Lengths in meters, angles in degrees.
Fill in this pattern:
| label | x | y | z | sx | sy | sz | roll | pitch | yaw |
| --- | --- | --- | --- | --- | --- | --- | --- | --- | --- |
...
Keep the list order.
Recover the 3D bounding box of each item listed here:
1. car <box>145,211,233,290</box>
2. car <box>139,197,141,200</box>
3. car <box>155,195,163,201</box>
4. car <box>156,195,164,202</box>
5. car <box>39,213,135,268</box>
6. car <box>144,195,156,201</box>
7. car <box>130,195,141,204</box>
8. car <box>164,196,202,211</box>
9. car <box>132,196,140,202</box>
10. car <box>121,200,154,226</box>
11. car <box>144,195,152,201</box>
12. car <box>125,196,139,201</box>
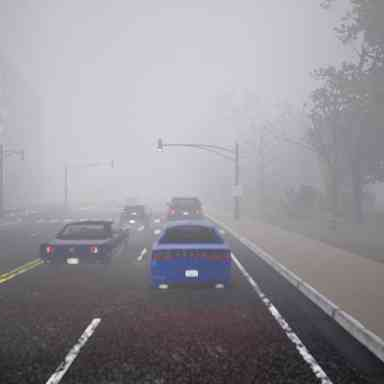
| label | x | y | z | sx | sy | sz | roll | pitch | yaw |
| --- | --- | --- | --- | --- | --- | --- | --- | --- | --- |
| car | -0.061 | 1.511 | 9.246 | 1.882 | 1.535 | 5.008 | 0 | 0 | -1 |
| car | -10.623 | 1.538 | 60.663 | 2.097 | 1.767 | 4.553 | 0 | 0 | -7 |
| car | -9.178 | 1.560 | 93.173 | 1.882 | 1.535 | 5.008 | 0 | 0 | -11 |
| car | -7.359 | 1.704 | 83.211 | 1.882 | 1.535 | 5.008 | 0 | 0 | -10 |
| car | -3.369 | 1.642 | 11.484 | 1.895 | 1.301 | 4.718 | 0 | 0 | -2 |
| car | -10.494 | 1.705 | 82.281 | 1.882 | 1.535 | 5.008 | 0 | 0 | -10 |
| car | -11.920 | 1.563 | 70.679 | 2.097 | 1.767 | 4.553 | 0 | 0 | -8 |
| car | -0.491 | 1.297 | 21.462 | 2.150 | 2.045 | 5.566 | 0 | 0 | -3 |
| car | -13.794 | 1.709 | 82.277 | 1.994 | 1.385 | 4.181 | 0 | 0 | -10 |
| car | -3.832 | 1.585 | 23.006 | 1.837 | 1.490 | 4.892 | 0 | 0 | -3 |
| car | -12.372 | 1.636 | 92.574 | 1.994 | 1.385 | 4.181 | 0 | 0 | -11 |
| car | -9.499 | 1.688 | 50.951 | 1.812 | 1.442 | 4.674 | 0 | 0 | -6 |
